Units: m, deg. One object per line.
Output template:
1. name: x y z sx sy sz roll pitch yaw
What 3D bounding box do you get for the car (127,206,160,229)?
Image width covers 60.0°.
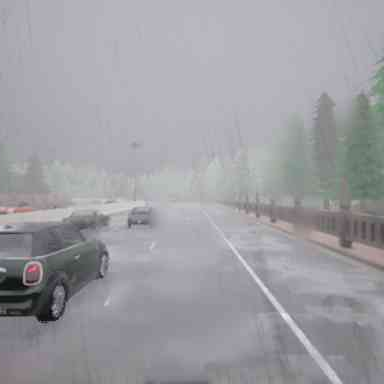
1. car: -3.412 1.762 23.985 2.128 1.511 4.902 0 -1 0

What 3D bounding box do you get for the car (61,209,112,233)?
1. car: -6.912 1.854 22.392 1.895 1.301 4.718 0 -1 0

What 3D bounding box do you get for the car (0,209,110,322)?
1. car: -3.413 1.438 7.573 2.097 1.767 4.553 0 -1 0

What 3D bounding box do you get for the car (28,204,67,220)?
1. car: -14.096 1.933 32.763 1.994 1.385 4.181 0 -1 0

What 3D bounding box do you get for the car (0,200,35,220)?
1. car: -17.595 1.722 32.758 2.097 1.767 4.553 0 -1 0
